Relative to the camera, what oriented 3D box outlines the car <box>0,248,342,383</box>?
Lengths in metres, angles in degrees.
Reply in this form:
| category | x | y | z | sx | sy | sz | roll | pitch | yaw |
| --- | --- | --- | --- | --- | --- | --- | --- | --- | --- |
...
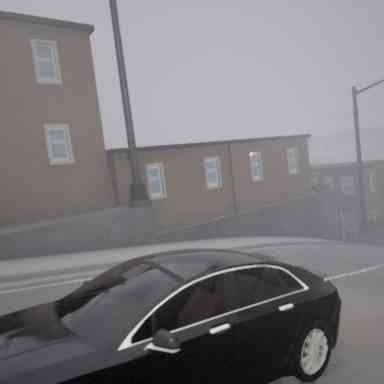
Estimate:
| category | x | y | z | sx | sy | sz | roll | pitch | yaw |
| --- | --- | --- | --- | --- | --- | --- | --- | --- | --- |
| car | -0.196 | 1.511 | 3.890 | 4.892 | 1.490 | 1.837 | 1 | -1 | -35 |
